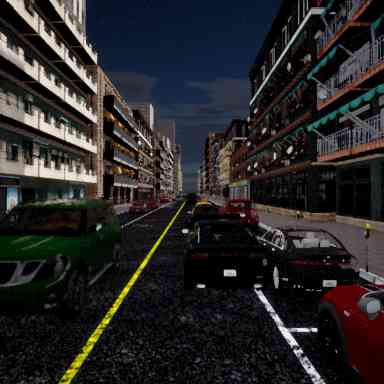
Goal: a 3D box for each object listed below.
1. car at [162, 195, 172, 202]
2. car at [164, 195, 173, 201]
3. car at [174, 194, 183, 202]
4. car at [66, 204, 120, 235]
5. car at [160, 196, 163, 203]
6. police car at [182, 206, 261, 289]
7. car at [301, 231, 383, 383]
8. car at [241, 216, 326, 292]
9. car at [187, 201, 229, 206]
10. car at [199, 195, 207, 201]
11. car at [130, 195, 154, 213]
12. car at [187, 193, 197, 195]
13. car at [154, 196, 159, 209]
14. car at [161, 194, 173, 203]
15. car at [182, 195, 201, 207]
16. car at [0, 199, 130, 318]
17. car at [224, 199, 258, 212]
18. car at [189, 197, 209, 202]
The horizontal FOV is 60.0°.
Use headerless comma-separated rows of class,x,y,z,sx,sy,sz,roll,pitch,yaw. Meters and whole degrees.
car,-5.711,1.420,76.308,1.967,1.590,4.097,0,0,0
car,-5.713,1.522,81.945,1.887,1.381,4.507,0,0,0
car,-3.023,1.332,76.171,2.097,1.767,4.553,0,0,0
car,-5.695,1.524,19.774,1.752,1.417,4.829,0,0,0
car,-5.704,1.573,48.127,1.802,1.307,4.206,0,0,0
police car,0.752,1.425,9.273,1.930,1.638,5.238,0,0,0
car,2.690,1.440,3.034,1.967,1.590,4.097,0,0,0
car,2.689,1.551,8.670,2.008,1.369,4.403,0,0,0
car,0.815,1.510,19.170,1.837,1.490,4.892,0,0,0
car,2.668,1.522,81.943,1.887,1.381,4.507,0,0,0
car,-5.700,1.435,36.854,1.967,1.590,4.097,0,0,0
car,-0.017,1.209,59.744,2.150,2.045,5.566,0,0,0
car,-5.701,1.308,42.490,2.192,1.841,5.009,0,0,0
car,-5.709,1.298,70.672,2.192,1.841,5.009,0,0,0
car,0.003,1.497,46.445,1.837,1.490,4.892,0,0,0
car,-3.103,1.221,7.741,2.150,2.045,5.566,0,0,0
car,2.686,1.314,19.943,2.192,1.841,5.009,0,0,0
car,0.892,1.453,25.357,1.801,1.575,5.366,0,0,0
